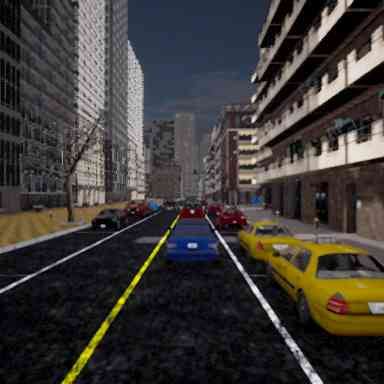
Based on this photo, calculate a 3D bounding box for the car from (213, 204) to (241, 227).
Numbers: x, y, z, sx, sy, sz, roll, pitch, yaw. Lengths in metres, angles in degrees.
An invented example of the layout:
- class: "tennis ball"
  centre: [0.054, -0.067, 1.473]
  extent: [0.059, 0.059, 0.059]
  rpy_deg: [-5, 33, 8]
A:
- class: "car"
  centre: [2.714, 1.800, 23.327]
  extent: [1.887, 1.381, 4.507]
  rpy_deg: [0, -1, 0]

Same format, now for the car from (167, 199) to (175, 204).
- class: "car"
  centre: [-5.585, 2.569, 88.870]
  extent: [1.887, 1.381, 4.507]
  rpy_deg: [0, -1, 0]

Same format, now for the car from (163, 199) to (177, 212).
- class: "car"
  centre: [-2.970, 2.050, 47.161]
  extent: [1.812, 1.442, 4.674]
  rpy_deg: [0, -1, 1]

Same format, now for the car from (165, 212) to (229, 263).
- class: "car"
  centre: [0.027, 1.684, 12.516]
  extent: [2.033, 1.411, 5.357]
  rpy_deg: [0, -1, 1]

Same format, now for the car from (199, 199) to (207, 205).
- class: "car"
  centre: [2.788, 2.501, 83.332]
  extent: [1.887, 1.381, 4.507]
  rpy_deg: [0, -1, 0]

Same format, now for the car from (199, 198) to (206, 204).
- class: "car"
  centre: [2.794, 2.464, 88.860]
  extent: [1.967, 1.590, 4.097]
  rpy_deg: [0, -1, 0]

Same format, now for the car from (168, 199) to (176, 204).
- class: "car"
  centre: [-5.579, 2.659, 94.397]
  extent: [1.947, 1.339, 4.313]
  rpy_deg: [0, -1, 0]

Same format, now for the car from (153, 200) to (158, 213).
- class: "car"
  centre: [-5.646, 2.007, 39.905]
  extent: [1.947, 1.339, 4.313]
  rpy_deg: [0, -1, 0]

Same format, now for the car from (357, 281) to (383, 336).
- class: "car"
  centre: [2.688, 1.581, 1.237]
  extent: [1.947, 1.339, 4.313]
  rpy_deg: [0, -1, 0]

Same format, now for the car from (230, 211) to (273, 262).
- class: "car"
  centre: [2.701, 1.661, 12.452]
  extent: [1.752, 1.417, 4.829]
  rpy_deg: [0, -1, 0]

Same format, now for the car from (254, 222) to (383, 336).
- class: "car"
  centre: [2.695, 1.601, 6.929]
  extent: [1.752, 1.417, 4.829]
  rpy_deg: [0, -1, 0]

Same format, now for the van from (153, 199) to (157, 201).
- class: "van"
  centre: [-5.640, 1.846, 45.430]
  extent: [1.690, 1.788, 3.998]
  rpy_deg: [0, -1, 0]

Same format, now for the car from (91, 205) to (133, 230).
- class: "car"
  centre: [-5.666, 1.822, 23.338]
  extent: [1.947, 1.339, 4.313]
  rpy_deg: [0, -1, 0]

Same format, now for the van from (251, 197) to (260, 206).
- class: "van"
  centre: [13.789, 1.848, 65.353]
  extent: [3.998, 1.788, 1.690]
  rpy_deg: [-1, 0, 0]

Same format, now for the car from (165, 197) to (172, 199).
- class: "car"
  centre: [-5.600, 2.205, 77.819]
  extent: [2.192, 1.841, 5.009]
  rpy_deg: [0, -1, 0]

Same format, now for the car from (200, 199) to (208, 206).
- class: "car"
  centre: [2.781, 2.434, 77.805]
  extent: [1.887, 1.381, 4.507]
  rpy_deg: [0, -1, 0]

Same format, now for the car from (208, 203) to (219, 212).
- class: "car"
  centre: [2.734, 1.986, 39.894]
  extent: [1.887, 1.381, 4.507]
  rpy_deg: [0, -1, 0]

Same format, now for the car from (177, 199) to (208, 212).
- class: "car"
  centre: [0.057, 1.663, 28.412]
  extent: [2.097, 1.767, 4.553]
  rpy_deg: [0, -1, 1]

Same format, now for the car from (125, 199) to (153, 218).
- class: "car"
  centre: [-5.654, 1.694, 34.385]
  extent: [2.192, 1.841, 5.009]
  rpy_deg: [0, -1, 0]
